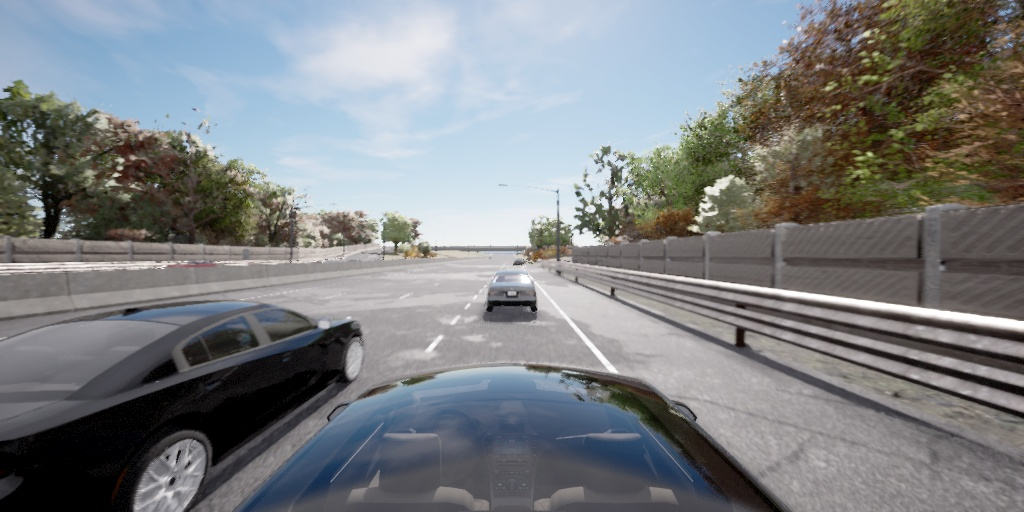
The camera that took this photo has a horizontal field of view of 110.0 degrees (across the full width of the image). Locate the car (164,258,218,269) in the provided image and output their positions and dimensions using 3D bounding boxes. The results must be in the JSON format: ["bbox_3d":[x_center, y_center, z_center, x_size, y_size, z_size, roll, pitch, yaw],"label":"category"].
[{"bbox_3d":[-31.548,1.069,35.359,2.097,1.767,4.553,0,0,0],"label":"car"}]

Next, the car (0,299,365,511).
[{"bbox_3d":[-3.397,1.223,4.041,1.882,1.535,5.008,0,0,0],"label":"car"}]

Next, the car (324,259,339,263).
[{"bbox_3d":[-27.997,1.272,55.875,1.812,1.442,4.674,0,0,0],"label":"car"}]

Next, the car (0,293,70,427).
[{"bbox_3d":[-6.900,1.254,2.401,1.837,1.490,4.892,0,0,0],"label":"car"}]

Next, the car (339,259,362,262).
[{"bbox_3d":[-24.498,1.247,55.810,1.837,1.490,4.892,0,0,0],"label":"car"}]

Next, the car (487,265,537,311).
[{"bbox_3d":[0.000,1.277,14.321,2.033,1.411,5.357,0,0,0],"label":"car"}]
